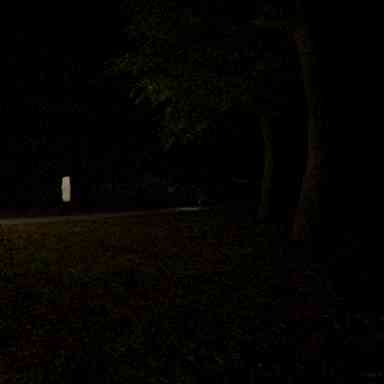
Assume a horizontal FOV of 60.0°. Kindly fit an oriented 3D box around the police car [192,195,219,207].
[{"bbox_3d":[1.815,1.258,46.254,1.930,1.638,5.238,-2,-1,35],"label":"police car"}]
